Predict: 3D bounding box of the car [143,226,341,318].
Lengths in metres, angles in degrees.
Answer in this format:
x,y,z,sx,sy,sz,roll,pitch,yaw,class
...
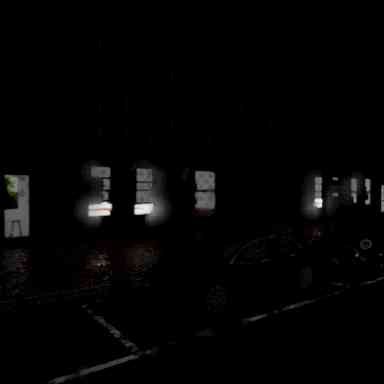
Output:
x,y,z,sx,sy,sz,roll,pitch,yaw,class
1.051,1.546,7.313,4.403,1.369,2.008,0,0,-36,car

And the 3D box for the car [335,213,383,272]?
x,y,z,sx,sy,sz,roll,pitch,yaw,class
5.684,1.427,10.622,4.097,1.590,1.967,0,0,-36,car
